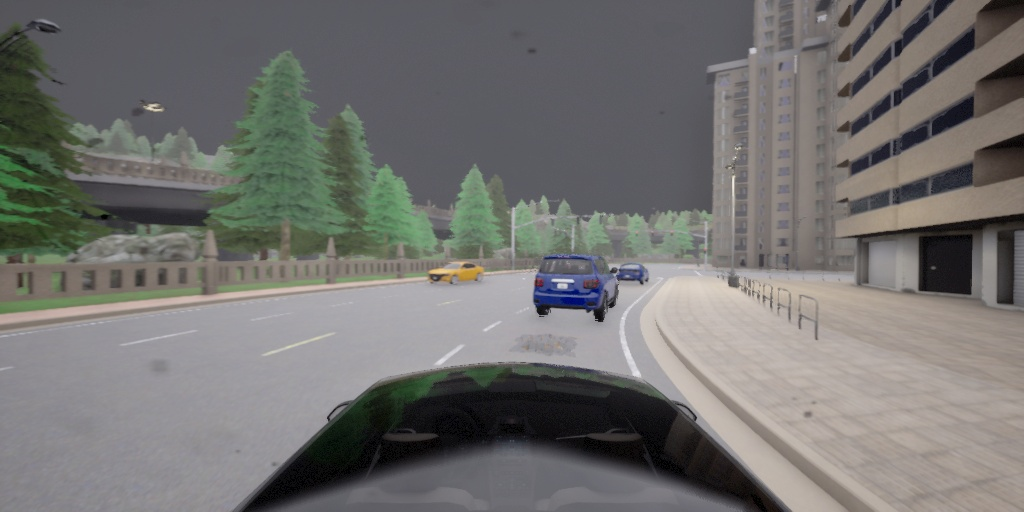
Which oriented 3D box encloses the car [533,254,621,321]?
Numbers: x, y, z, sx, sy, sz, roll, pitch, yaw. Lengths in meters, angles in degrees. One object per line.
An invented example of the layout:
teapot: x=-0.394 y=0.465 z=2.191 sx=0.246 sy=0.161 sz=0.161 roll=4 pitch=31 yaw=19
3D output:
car: x=2.453 y=0.974 z=12.867 sx=2.150 sy=2.045 sz=5.566 roll=0 pitch=0 yaw=22

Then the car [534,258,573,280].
car: x=3.868 y=1.079 z=32.536 sx=2.097 sy=1.767 sz=4.553 roll=1 pitch=0 yaw=26

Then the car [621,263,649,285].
car: x=9.143 y=1.277 z=27.138 sx=1.882 sy=1.535 sz=5.008 roll=1 pitch=0 yaw=27

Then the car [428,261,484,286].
car: x=-3.792 y=1.135 z=24.941 sx=1.882 sy=1.535 sz=5.008 roll=1 pitch=0 yaw=26
